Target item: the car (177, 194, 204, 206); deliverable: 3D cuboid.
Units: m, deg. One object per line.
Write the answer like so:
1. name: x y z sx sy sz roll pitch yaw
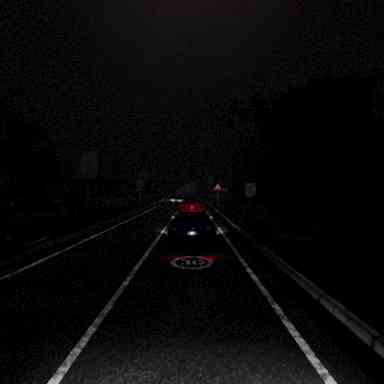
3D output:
1. car: 0.001 1.277 29.656 2.097 1.767 4.553 0 0 0

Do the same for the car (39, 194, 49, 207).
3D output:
1. car: -22.102 1.362 43.703 4.892 1.521 2.231 0 0 0

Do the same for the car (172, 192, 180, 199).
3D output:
1. car: -3.249 0.787 70.897 1.812 1.442 4.674 0 1 0

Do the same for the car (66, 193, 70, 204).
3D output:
1. car: -22.149 1.369 52.030 4.792 1.488 2.163 0 0 0

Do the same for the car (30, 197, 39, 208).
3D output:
1. car: -22.111 1.369 40.928 5.008 1.535 2.097 0 0 0

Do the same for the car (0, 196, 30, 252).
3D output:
1. car: -8.957 1.211 11.284 5.566 2.045 2.435 0 0 0

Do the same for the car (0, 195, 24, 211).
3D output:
1. car: -22.132 1.251 38.152 4.553 1.767 2.185 0 0 0

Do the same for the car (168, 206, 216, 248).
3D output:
1. car: 0.000 1.539 14.671 1.994 1.385 4.181 0 0 0

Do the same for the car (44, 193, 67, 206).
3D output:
1. car: -21.930 1.344 49.253 5.366 1.575 1.946 0 0 0

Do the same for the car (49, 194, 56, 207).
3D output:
1. car: -22.141 1.383 46.478 4.792 1.488 2.163 0 0 0

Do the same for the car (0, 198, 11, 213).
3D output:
1. car: -22.095 1.425 35.377 4.674 1.452 2.002 0 0 0
